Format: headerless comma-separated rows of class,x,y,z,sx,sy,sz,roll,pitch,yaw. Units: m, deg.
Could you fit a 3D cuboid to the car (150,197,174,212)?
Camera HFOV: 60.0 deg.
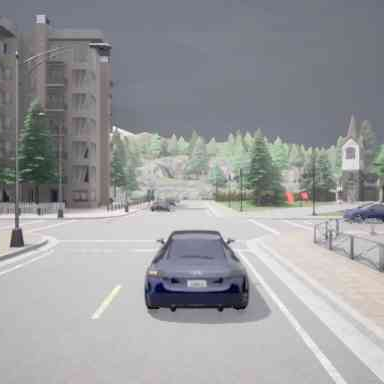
car,-3.516,1.563,37.938,1.994,1.385,4.181,0,0,1

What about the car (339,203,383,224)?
car,13.271,1.541,24.403,4.674,1.442,1.812,0,0,0

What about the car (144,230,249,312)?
car,0.089,1.564,7.797,1.994,1.385,4.181,0,0,0

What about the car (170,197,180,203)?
car,-3.385,1.598,67.528,1.895,1.301,4.718,0,0,0

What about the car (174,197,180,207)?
car,-3.490,1.546,52.063,2.033,1.411,5.357,0,0,0
